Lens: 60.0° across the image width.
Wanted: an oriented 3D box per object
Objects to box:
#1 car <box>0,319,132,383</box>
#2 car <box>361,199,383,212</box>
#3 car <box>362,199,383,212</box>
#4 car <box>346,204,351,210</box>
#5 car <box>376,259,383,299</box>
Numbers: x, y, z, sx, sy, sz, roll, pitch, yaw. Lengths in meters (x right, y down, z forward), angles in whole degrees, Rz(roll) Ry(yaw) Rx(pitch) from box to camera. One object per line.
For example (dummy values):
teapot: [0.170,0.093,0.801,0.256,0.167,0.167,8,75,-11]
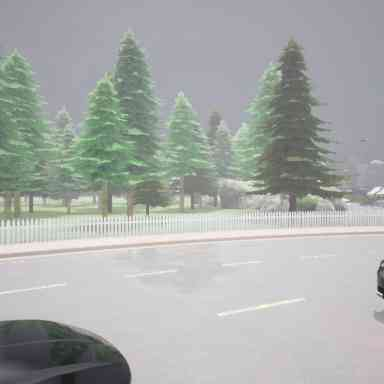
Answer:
car: [-2.700,1.478,1.637,5.008,1.535,1.882,0,0,-36]
car: [23.056,1.581,41.129,1.812,1.442,4.674,0,0,-4]
car: [19.859,1.619,36.075,1.994,1.385,4.181,0,0,-3]
car: [19.290,1.277,45.247,2.150,2.045,5.566,0,0,-4]
car: [5.653,1.492,6.125,4.902,1.511,2.128,0,0,-23]
